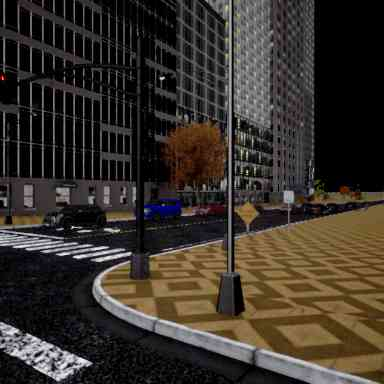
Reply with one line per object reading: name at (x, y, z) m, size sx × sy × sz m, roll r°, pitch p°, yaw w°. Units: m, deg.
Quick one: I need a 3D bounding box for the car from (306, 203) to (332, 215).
car at (17.724, 2.398, 46.298) m, size 1.837 × 1.490 × 4.892 m, roll 0°, pitch -1°, yaw 33°

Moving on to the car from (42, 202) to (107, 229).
car at (-8.428, 1.647, 24.098) m, size 2.097 × 1.767 × 4.553 m, roll 0°, pitch -1°, yaw 33°

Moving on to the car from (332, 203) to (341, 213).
car at (23.125, 2.574, 54.687) m, size 1.837 × 1.490 × 4.892 m, roll 0°, pitch -1°, yaw 33°

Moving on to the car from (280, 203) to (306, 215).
car at (13.854, 2.401, 46.388) m, size 2.033 × 1.411 × 5.357 m, roll 0°, pitch -1°, yaw 33°

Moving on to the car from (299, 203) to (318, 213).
car at (19.171, 2.533, 54.725) m, size 1.837 × 1.490 × 4.892 m, roll 0°, pitch -1°, yaw 33°

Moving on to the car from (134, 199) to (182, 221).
car at (-3.155, 1.691, 32.277) m, size 2.150 × 2.045 × 5.566 m, roll 0°, pitch -1°, yaw 33°

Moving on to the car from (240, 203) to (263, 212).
car at (9.312, 2.426, 51.488) m, size 2.033 × 1.411 × 5.357 m, roll 0°, pitch -1°, yaw 33°

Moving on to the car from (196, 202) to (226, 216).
car at (2.327, 2.003, 40.770) m, size 2.097 × 1.767 × 4.553 m, roll 0°, pitch -1°, yaw 33°

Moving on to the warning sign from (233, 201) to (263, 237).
warning sign at (3.127, 1.454, 18.552) m, size 1.300 × 1.860 × 1.060 m, roll 1°, pitch 1°, yaw 33°

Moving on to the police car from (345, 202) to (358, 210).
police car at (31.544, 2.738, 65.818) m, size 1.930 × 1.638 × 5.238 m, roll 0°, pitch -1°, yaw 33°
